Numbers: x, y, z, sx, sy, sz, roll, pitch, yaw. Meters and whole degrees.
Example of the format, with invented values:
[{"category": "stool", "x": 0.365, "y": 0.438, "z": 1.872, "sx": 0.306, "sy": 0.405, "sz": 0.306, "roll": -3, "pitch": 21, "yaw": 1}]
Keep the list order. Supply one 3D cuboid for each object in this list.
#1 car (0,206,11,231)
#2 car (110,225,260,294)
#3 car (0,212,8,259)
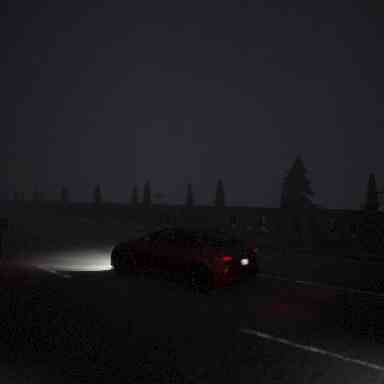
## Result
[{"category": "car", "x": -13.264, "y": 1.632, "z": 21.048, "sx": 4.181, "sy": 1.385, "sz": 1.994, "roll": 0, "pitch": 0, "yaw": 44}, {"category": "car", "x": -0.313, "y": 1.587, "z": 8.968, "sx": 4.181, "sy": 1.385, "sz": 1.994, "roll": 0, "pitch": 0, "yaw": 40}, {"category": "car", "x": -8.336, "y": 1.383, "z": 11.474, "sx": 4.553, "sy": 1.767, "sz": 2.097, "roll": 0, "pitch": 0, "yaw": 43}]
